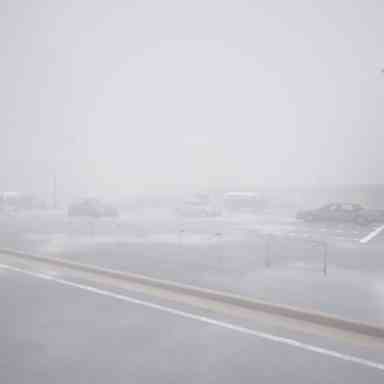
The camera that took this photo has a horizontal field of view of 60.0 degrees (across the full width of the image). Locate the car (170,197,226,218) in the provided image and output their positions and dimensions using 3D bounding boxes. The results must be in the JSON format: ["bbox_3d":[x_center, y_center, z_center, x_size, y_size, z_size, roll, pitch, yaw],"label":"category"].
[{"bbox_3d":[0.503,1.379,27.717,3.806,1.475,1.970,0,0,36],"label":"car"}]

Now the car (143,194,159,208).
[{"bbox_3d":[-6.707,1.330,43.564,3.905,1.438,1.784,0,0,36],"label":"car"}]

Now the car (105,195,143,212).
[{"bbox_3d":[-8.396,1.362,41.213,3.806,1.475,1.970,0,0,36],"label":"car"}]

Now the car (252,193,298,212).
[{"bbox_3d":[10.289,1.136,41.493,4.605,1.855,1.932,0,0,36],"label":"car"}]

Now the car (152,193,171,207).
[{"bbox_3d":[-5.182,1.120,45.772,4.605,1.855,1.932,0,0,36],"label":"car"}]
